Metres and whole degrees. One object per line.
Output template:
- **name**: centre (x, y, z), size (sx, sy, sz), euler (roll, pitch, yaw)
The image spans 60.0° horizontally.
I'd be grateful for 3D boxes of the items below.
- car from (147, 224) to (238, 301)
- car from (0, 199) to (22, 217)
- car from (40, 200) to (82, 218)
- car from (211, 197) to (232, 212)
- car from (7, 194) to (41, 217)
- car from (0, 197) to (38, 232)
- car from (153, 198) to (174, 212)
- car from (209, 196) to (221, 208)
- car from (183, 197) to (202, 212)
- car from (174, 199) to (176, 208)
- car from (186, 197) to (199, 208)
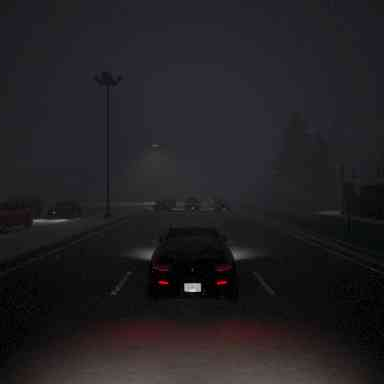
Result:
- **car**: centre (0.017, 1.526, 8.198), size (1.812, 1.442, 4.674), euler (0, 0, 0)
- **car**: centre (-18.436, 1.505, 31.840), size (1.837, 1.490, 4.892), euler (0, 0, 0)
- **car**: centre (-11.439, 1.505, 30.015), size (1.837, 1.490, 4.892), euler (0, 0, 0)
- **car**: centre (3.579, 1.601, 39.247), size (1.895, 1.301, 4.718), euler (0, 0, 0)
- **car**: centre (-14.942, 1.221, 28.776), size (2.150, 2.045, 5.566), euler (0, 0, 0)
- **car**: centre (-11.465, 1.352, 19.841), size (2.097, 1.767, 4.553), euler (0, 0, 0)
- **car**: centre (-3.421, 1.526, 39.232), size (1.812, 1.442, 4.674), euler (0, 0, 0)
- **car**: centre (3.599, 1.352, 49.191), size (2.097, 1.767, 4.553), euler (0, 0, 0)
- **car**: centre (0.078, 1.505, 38.808), size (1.837, 1.490, 4.892), euler (0, 0, 0)
- **car**: centre (-3.401, 1.564, 49.235), size (1.994, 1.385, 4.181), euler (0, 0, 0)
- **car**: centre (0.099, 1.505, 49.228), size (1.837, 1.490, 4.892), euler (0, 0, 0)
